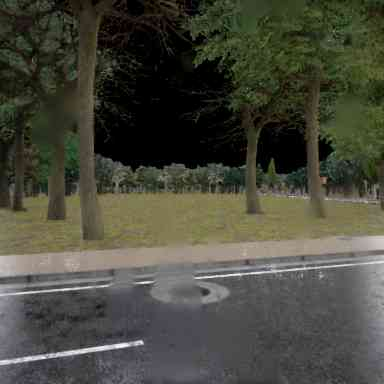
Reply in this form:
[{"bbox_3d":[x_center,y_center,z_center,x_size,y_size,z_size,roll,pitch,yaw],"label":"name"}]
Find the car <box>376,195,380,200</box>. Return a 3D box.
[{"bbox_3d":[45.433,1.256,79.947,1.994,1.385,4.181,0,0,5],"label":"car"}]
